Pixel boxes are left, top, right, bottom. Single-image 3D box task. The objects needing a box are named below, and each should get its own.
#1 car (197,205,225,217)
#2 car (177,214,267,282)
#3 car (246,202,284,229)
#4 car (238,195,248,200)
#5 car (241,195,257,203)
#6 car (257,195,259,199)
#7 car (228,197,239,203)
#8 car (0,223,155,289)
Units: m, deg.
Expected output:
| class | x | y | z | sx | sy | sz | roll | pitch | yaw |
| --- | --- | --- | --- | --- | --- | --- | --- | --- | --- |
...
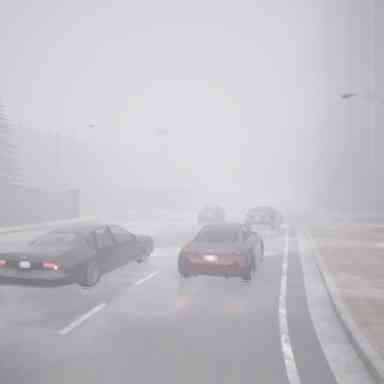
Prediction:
| class | x | y | z | sx | sy | sz | roll | pitch | yaw |
| --- | --- | --- | --- | --- | --- | --- | --- | --- | --- |
| car | 1.550 | 1.676 | 26.139 | 1.994 | 1.385 | 4.181 | 0 | 0 | 7 |
| car | 1.035 | 1.606 | 10.114 | 1.994 | 1.385 | 4.181 | 0 | 0 | 17 |
| car | 4.950 | 1.641 | 22.582 | 2.033 | 1.411 | 5.357 | 0 | 0 | 23 |
| car | 14.071 | 1.536 | 91.773 | 2.033 | 1.411 | 5.357 | 0 | 0 | 16 |
| car | 13.001 | 1.839 | 75.735 | 1.812 | 1.442 | 4.674 | 0 | 0 | 16 |
| car | 17.428 | 1.515 | 90.786 | 1.812 | 1.442 | 4.674 | 0 | 0 | 16 |
| car | 9.643 | 1.844 | 76.723 | 1.812 | 1.442 | 4.674 | 0 | 0 | 16 |
| car | -2.831 | 1.589 | 9.421 | 2.033 | 1.411 | 5.357 | 0 | 0 | 16 |
